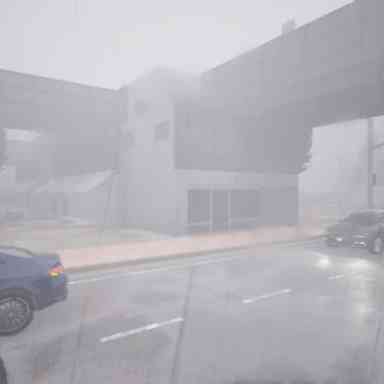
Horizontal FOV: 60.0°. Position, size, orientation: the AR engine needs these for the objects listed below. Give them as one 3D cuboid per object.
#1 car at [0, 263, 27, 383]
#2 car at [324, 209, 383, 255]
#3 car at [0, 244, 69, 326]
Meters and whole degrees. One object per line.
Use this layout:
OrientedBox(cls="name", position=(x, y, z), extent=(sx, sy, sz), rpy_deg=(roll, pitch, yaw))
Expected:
OrientedBox(cls="car", position=(-3.632, 1.480, 1.393), extent=(5.008, 1.535, 1.882), rpy_deg=(0, 0, -35))
OrientedBox(cls="car", position=(7.307, 1.492, 13.419), extent=(4.892, 1.490, 1.837), rpy_deg=(1, 0, -35))
OrientedBox(cls="car", position=(-4.380, 1.527, 5.150), extent=(4.674, 1.442, 1.812), rpy_deg=(0, 0, -36))
